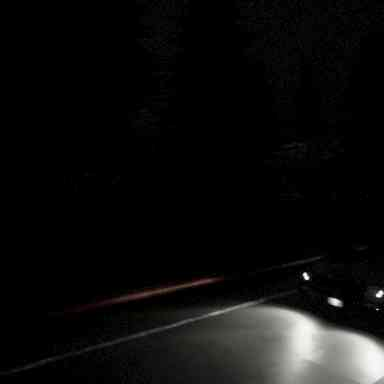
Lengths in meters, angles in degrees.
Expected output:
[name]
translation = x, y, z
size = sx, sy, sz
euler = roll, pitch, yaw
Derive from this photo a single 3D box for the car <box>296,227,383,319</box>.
[car]
translation = 4.656, 1.505, 7.277
size = 5.357, 1.411, 2.033
euler = 0, 0, -35
